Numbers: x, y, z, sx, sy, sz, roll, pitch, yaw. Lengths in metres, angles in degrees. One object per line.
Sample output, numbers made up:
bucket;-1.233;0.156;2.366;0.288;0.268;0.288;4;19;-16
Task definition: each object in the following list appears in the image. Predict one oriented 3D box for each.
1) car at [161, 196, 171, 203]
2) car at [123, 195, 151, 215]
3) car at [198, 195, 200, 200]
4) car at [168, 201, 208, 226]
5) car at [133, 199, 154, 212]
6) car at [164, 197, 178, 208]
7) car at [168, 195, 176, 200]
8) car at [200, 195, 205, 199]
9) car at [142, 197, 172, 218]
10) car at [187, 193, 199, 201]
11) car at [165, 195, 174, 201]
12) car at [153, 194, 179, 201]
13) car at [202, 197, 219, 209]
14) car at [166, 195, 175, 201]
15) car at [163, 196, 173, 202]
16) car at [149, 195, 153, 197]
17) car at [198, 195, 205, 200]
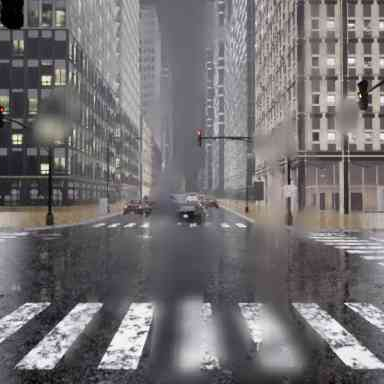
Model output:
car;-5.697;1.573;72.734;1.887;1.381;4.507;1;0;0
car;-5.684;1.453;33.709;1.967;1.590;4.097;1;0;0
car;2.686;1.590;61.656;1.947;1.339;4.313;1;0;0
car;-0.192;1.573;23.882;1.994;1.385;4.181;0;0;7
car;-5.689;1.597;39.284;1.802;1.307;4.206;1;0;0
car;-3.102;1.524;50.827;1.837;1.490;4.892;0;0;0
car;-5.704;1.605;95.035;1.947;1.339;4.313;1;0;0
car;2.689;1.547;56.249;1.752;1.417;4.829;1;0;0
car;-3.109;1.516;30.391;1.837;1.490;4.892;0;0;0
car;0.067;1.250;70.517;2.150;2.045;5.566;0;0;0
car;-5.700;1.578;83.885;1.887;1.381;4.507;1;0;0
car;-3.107;1.237;40.418;2.150;2.045;5.566;0;0;0
car;2.690;1.599;44.923;1.802;1.307;4.206;1;0;0
car;-5.702;1.587;89.460;2.008;1.369;4.403;1;0;0
car;-5.699;1.582;78.310;2.008;1.369;4.403;1;0;0
car;-5.685;1.332;44.859;2.192;1.841;5.009;1;0;0
car;2.677;1.584;95.119;1.887;1.381;4.507;1;0;0
